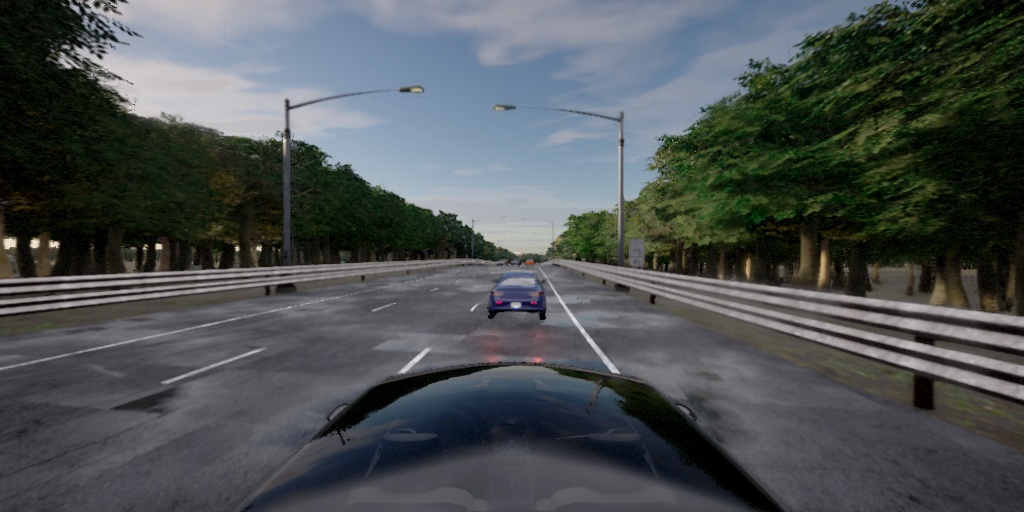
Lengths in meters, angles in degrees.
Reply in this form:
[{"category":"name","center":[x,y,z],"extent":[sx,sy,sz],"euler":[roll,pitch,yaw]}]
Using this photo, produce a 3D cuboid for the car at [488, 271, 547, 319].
[{"category":"car","center":[0.246,1.267,12.761],"extent":[1.812,1.442,4.674],"euler":[0,0,3]}]
